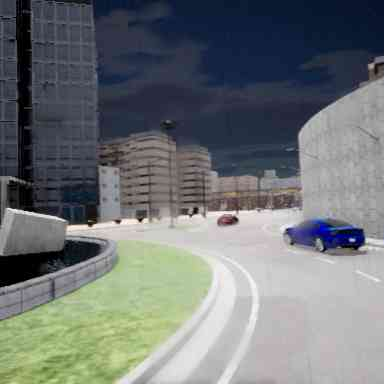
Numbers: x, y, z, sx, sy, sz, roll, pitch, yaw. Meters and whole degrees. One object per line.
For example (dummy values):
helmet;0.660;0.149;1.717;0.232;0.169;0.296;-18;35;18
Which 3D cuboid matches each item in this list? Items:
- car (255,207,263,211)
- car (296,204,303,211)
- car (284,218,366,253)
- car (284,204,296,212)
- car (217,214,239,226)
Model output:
car;18.182;4.773;90.167;1.812;1.442;4.674;-4;-3;28
car;25.756;3.640;74.779;2.150;2.045;5.566;-4;-3;28
car;6.388;2.047;16.664;1.882;1.535;5.008;-1;-3;-11
car;22.678;3.839;76.434;2.150;2.045;5.566;-4;-3;28
car;4.516;3.381;41.157;1.994;1.385;4.181;-3;-3;20
